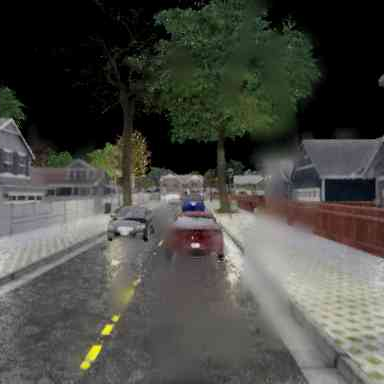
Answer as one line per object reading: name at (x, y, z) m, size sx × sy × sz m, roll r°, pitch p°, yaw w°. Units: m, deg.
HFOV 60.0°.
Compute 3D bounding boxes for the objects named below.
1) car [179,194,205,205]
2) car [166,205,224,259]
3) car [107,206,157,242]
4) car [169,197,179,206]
car at (0.121, 1.203, 32.934) m, size 2.150 × 2.045 × 5.566 m, roll 0°, pitch 0°, yaw 0°
car at (0.106, 1.472, 12.588) m, size 1.882 × 1.535 × 5.008 m, roll 0°, pitch 0°, yaw 0°
car at (-2.840, 1.484, 16.519) m, size 2.128 × 1.511 × 4.902 m, roll 0°, pitch 0°, yaw 0°
car at (-2.777, 1.561, 55.580) m, size 1.895 × 1.301 × 4.718 m, roll 0°, pitch 0°, yaw 1°
